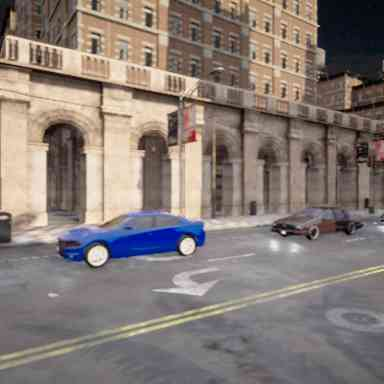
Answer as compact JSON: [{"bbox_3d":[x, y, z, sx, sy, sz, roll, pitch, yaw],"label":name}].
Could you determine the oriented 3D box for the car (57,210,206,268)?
[{"bbox_3d":[-1.849,1.394,11.142,5.008,1.535,1.882,0,0,-34],"label":"car"}]

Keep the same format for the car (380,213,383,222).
[{"bbox_3d":[14.777,1.445,22.223,5.357,1.411,2.033,0,0,-34],"label":"car"}]

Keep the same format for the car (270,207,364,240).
[{"bbox_3d":[6.399,1.455,16.638,5.357,1.411,2.033,0,0,-34],"label":"car"}]
